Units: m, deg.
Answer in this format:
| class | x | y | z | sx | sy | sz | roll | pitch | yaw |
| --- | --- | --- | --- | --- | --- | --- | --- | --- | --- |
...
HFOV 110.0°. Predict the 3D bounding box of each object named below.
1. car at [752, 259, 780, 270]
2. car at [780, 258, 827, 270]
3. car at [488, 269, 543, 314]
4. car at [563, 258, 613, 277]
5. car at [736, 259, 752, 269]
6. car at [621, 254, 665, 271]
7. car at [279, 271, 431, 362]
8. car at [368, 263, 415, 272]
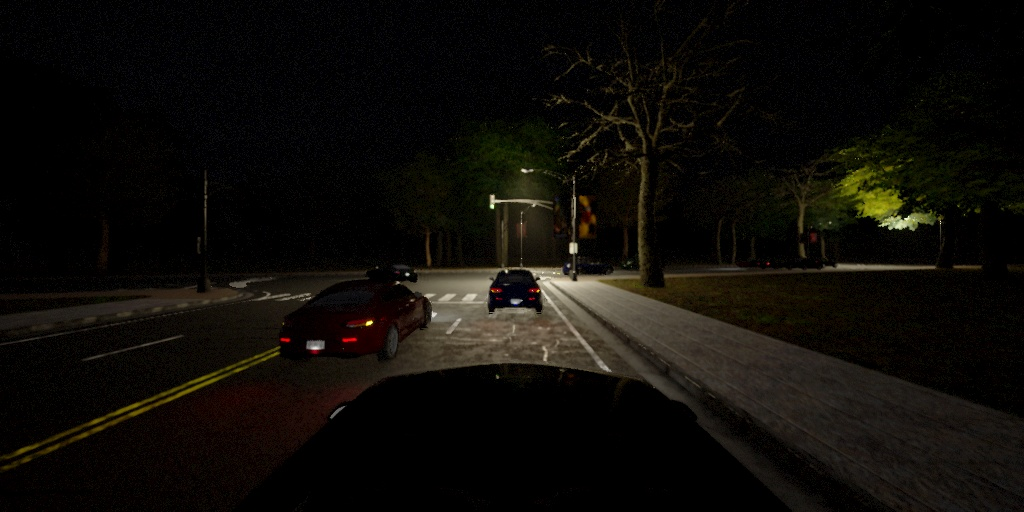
| class | x | y | z | sx | sy | sz | roll | pitch | yaw |
| --- | --- | --- | --- | --- | --- | --- | --- | --- | --- |
| car | 34.951 | 1.043 | 47.523 | 5.357 | 1.411 | 2.033 | 0 | 0 | -23 |
| car | 36.196 | 0.977 | 44.521 | 5.008 | 1.535 | 1.882 | 0 | 0 | -23 |
| car | 0.111 | 1.222 | 13.424 | 1.812 | 1.442 | 4.674 | 0 | 0 | 0 |
| car | 6.916 | 0.928 | 32.414 | 4.553 | 1.767 | 2.097 | 0 | 0 | -25 |
| car | 34.052 | 1.091 | 50.702 | 4.718 | 1.301 | 1.895 | 0 | 0 | -22 |
| car | 15.808 | 0.759 | 43.196 | 5.566 | 2.045 | 2.150 | 0 | 0 | -22 |
| car | -3.143 | 1.248 | 8.039 | 1.812 | 1.442 | 4.674 | 0 | 0 | 0 |
| car | -8.501 | 1.199 | 25.196 | 4.181 | 1.385 | 1.994 | 0 | 0 | 41 |
